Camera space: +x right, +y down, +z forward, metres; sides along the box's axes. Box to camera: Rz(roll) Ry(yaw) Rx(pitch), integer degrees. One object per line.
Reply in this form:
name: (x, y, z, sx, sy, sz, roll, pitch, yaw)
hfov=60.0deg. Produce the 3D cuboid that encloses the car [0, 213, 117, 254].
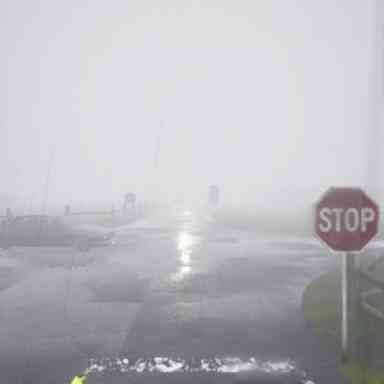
car: (-5.817, 1.574, 13.369, 5.357, 1.411, 2.033, 2, -1, -1)

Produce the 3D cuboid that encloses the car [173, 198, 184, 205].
car: (-2.631, 1.929, 65.360, 1.994, 1.385, 4.181, 0, 0, 0)
